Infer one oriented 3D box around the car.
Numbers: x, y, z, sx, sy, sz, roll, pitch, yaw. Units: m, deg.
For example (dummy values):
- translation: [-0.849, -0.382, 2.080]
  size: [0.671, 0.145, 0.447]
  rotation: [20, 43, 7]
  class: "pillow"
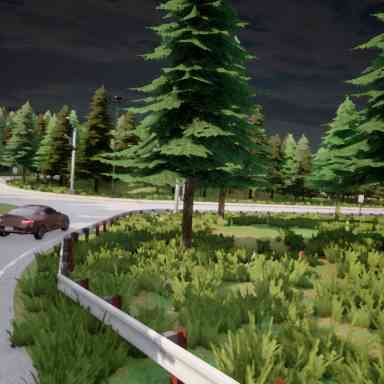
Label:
- translation: [-7.655, 1.350, 16.399]
  size: [1.812, 1.442, 4.674]
  rotation: [4, 1, 2]
  class: "car"
